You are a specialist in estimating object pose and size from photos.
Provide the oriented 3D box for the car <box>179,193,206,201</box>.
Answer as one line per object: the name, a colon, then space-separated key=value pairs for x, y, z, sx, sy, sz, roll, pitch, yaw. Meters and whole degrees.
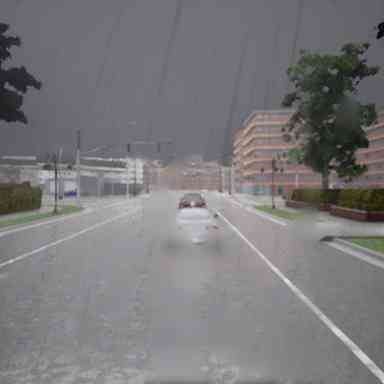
car: x=0.046 y=0.881 z=26.597 sx=2.097 sy=1.767 sz=4.553 roll=0 pitch=1 yaw=0

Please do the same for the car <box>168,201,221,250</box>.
car: x=0.082 y=1.294 z=13.019 sx=1.812 sy=1.442 sz=4.674 roll=0 pitch=1 yaw=0

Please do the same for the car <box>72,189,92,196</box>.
car: x=-24.178 y=0.177 z=73.053 sx=3.806 sy=1.475 sz=1.970 roll=0 pitch=1 yaw=1

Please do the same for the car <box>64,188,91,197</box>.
car: x=-23.450 y=0.117 z=67.302 sx=4.611 sy=1.667 sz=2.242 roll=0 pitch=1 yaw=1
